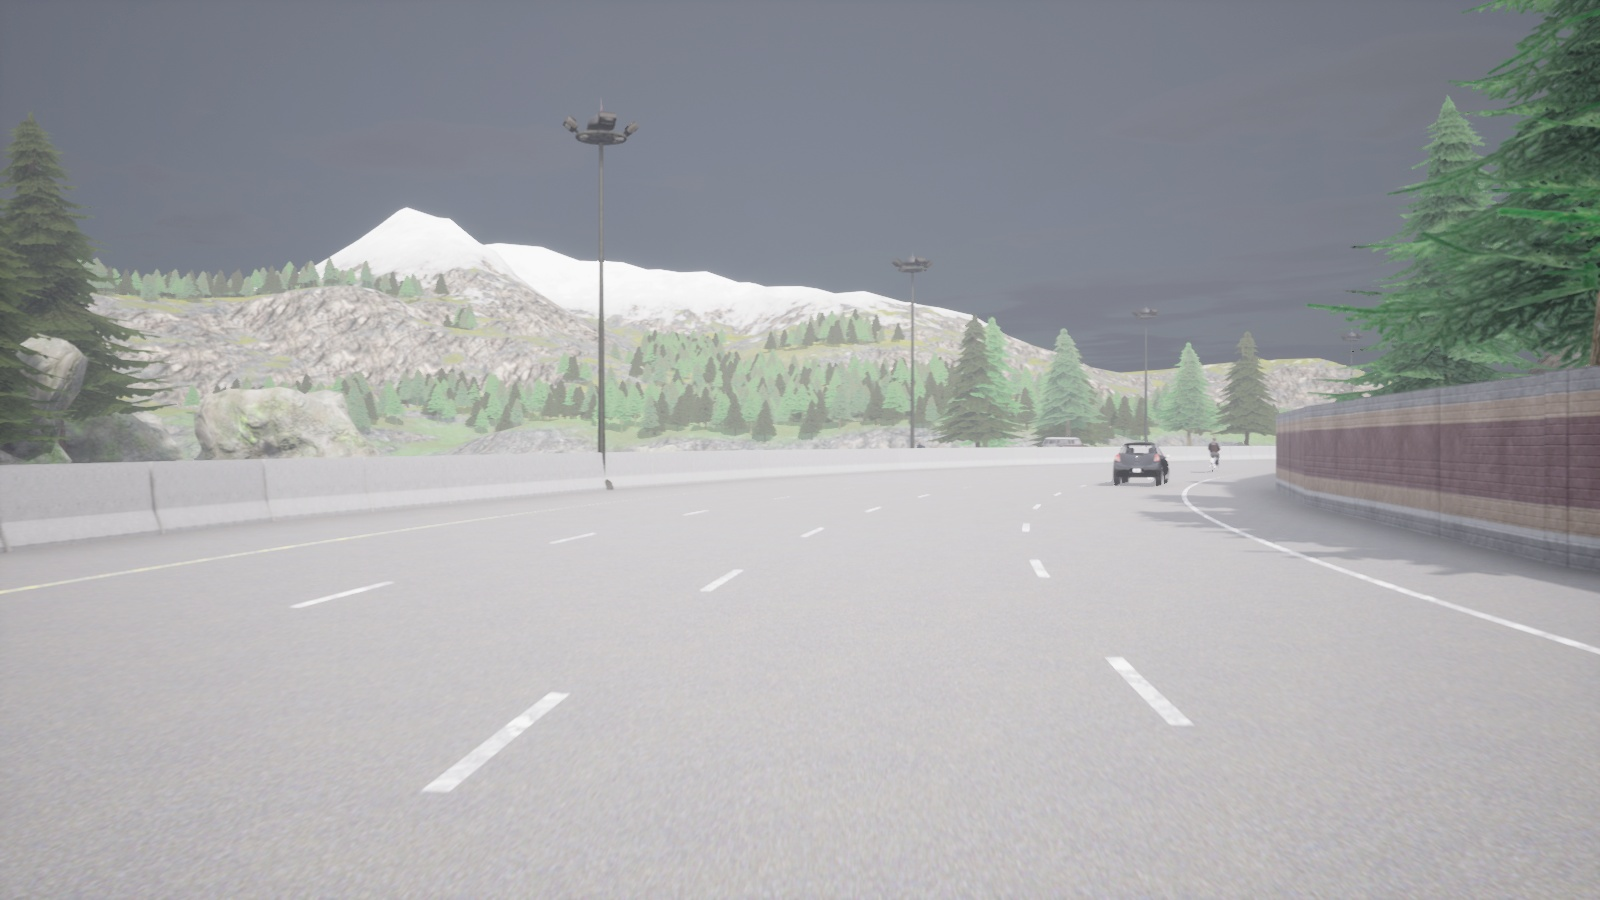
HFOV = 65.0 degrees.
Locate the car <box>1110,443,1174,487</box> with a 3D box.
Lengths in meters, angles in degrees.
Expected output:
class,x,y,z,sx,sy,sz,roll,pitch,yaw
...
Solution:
class,x,y,z,sx,sy,sz,roll,pitch,yaw
car,12.269,0.517,44.950,1.845,1.501,3.633,0,0,21
